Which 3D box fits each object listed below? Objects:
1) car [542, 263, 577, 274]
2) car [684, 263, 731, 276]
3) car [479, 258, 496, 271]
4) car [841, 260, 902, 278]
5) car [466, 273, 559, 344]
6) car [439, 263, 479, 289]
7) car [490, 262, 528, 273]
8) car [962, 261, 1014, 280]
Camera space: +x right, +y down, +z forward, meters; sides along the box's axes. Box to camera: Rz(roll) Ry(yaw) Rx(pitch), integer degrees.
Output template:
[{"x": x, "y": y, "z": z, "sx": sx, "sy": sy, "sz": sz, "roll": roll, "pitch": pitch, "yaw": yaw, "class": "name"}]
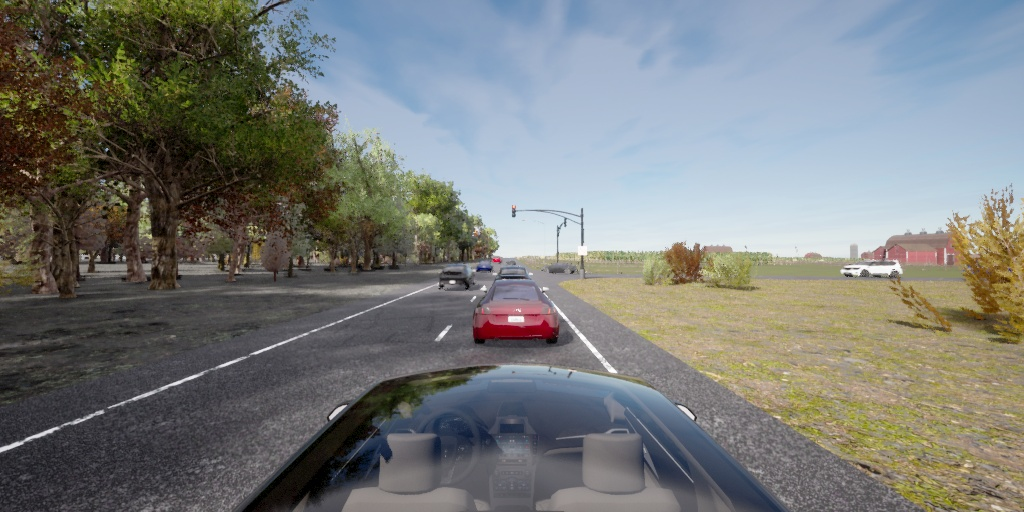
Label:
[{"x": 5.724, "y": 1.470, "z": 43.434, "sx": 4.181, "sy": 1.385, "sz": 1.994, "roll": 0, "pitch": -1, "yaw": 29, "class": "car"}, {"x": 22.298, "y": 1.529, "z": 41.014, "sx": 5.008, "sy": 1.535, "sz": 1.882, "roll": 1, "pitch": -1, "yaw": 0, "class": "car"}, {"x": -3.555, "y": 1.320, "z": 47.561, "sx": 1.994, "sy": 1.385, "sz": 4.181, "roll": 0, "pitch": 0, "yaw": 0, "class": "car"}, {"x": 41.079, "y": 1.481, "z": 40.984, "sx": 5.566, "sy": 2.045, "sz": 2.150, "roll": 1, "pitch": -1, "yaw": 0, "class": "car"}, {"x": 0.075, "y": 1.316, "z": 9.638, "sx": 1.994, "sy": 1.385, "sz": 4.181, "roll": 0, "pitch": 0, "yaw": 0, "class": "car"}, {"x": -3.470, "y": 1.259, "z": 23.186, "sx": 1.837, "sy": 1.490, "sz": 4.892, "roll": 0, "pitch": 0, "yaw": 0, "class": "car"}, {"x": 0.049, "y": 1.259, "z": 18.550, "sx": 1.837, "sy": 1.490, "sz": 4.892, "roll": 0, "pitch": 0, "yaw": 0, "class": "car"}, {"x": 50.587, "y": 1.522, "z": 37.372, "sx": 5.566, "sy": 2.045, "sz": 2.150, "roll": 1, "pitch": -1, "yaw": 1, "class": "car"}]
